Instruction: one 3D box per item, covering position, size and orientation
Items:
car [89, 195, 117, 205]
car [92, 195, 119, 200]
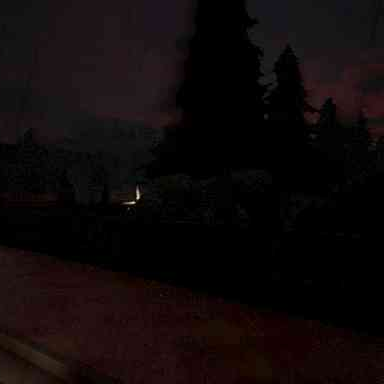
[{"bbox_3d":[-15.771,1.332,58.958,1.812,1.442,4.674,0,2,36],"label":"car"},{"bbox_3d":[-13.937,1.359,55.511,2.128,1.511,4.902,0,2,36],"label":"car"}]
